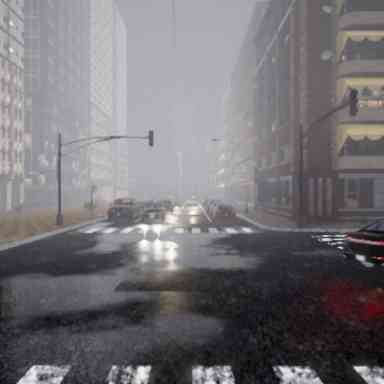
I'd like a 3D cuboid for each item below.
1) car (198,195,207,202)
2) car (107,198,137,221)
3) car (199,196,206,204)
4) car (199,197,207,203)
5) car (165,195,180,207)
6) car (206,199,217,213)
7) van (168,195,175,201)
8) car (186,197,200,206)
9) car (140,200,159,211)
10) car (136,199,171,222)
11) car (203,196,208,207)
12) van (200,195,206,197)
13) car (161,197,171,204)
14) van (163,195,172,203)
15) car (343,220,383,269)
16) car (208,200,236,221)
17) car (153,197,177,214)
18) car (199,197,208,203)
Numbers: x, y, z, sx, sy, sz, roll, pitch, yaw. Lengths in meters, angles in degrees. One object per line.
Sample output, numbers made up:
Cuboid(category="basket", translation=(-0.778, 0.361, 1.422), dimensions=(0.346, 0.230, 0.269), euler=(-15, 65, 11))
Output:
Cuboid(category="car", translation=(2.684, 1.696, 89.055), dimensions=(2.192, 1.841, 5.009), euler=(0, 0, 0))
Cuboid(category="car", translation=(-5.696, 1.421, 28.252), dimensions=(2.192, 1.841, 5.009), euler=(0, 0, 0))
Cuboid(category="car", translation=(2.685, 1.789, 55.888), dimensions=(1.947, 1.339, 4.313), euler=(0, 0, 0))
Cuboid(category="car", translation=(2.686, 1.904, 83.526), dimensions=(2.008, 1.369, 4.403), euler=(0, 0, 0))
Cuboid(category="car", translation=(-3.033, 1.721, 57.091), dimensions=(2.128, 1.511, 4.902), euler=(0, 0, 1))
Cuboid(category="car", translation=(2.685, 1.672, 33.777), dimensions=(1.887, 1.381, 4.507), euler=(0, 0, 0))
Cuboid(category="van", translation=(-5.695, 1.751, 94.583), dimensions=(1.690, 1.788, 3.998), euler=(0, 0, 0))
Cuboid(category="car", translation=(-0.001, 1.836, 58.581), dimensions=(1.895, 1.301, 4.718), euler=(0, 0, 0))
Cuboid(category="car", translation=(-5.695, 1.739, 44.834), dimensions=(1.947, 1.339, 4.313), euler=(0, 0, 0))
Cuboid(category="car", translation=(-3.102, 1.596, 27.738), dimensions=(2.128, 1.511, 4.902), euler=(0, 0, -2))
Cuboid(category="car", translation=(2.685, 1.590, 39.306), dimensions=(1.967, 1.590, 4.097), euler=(0, 0, 0))
Cuboid(category="van", translation=(2.685, 1.641, 72.472), dimensions=(1.690, 1.788, 3.998), euler=(0, 0, 0))
Cuboid(category="car", translation=(-5.694, 1.845, 72.472), dimensions=(1.887, 1.381, 4.507), euler=(0, 0, 0))
Cuboid(category="van", translation=(-5.695, 1.668, 78.000), dimensions=(1.690, 1.788, 3.998), euler=(0, 0, 0))
Cuboid(category="car", translation=(6.709, 1.455, 9.555), dimensions=(4.902, 1.511, 2.128), euler=(-2, -1, -20))
Cuboid(category="car", translation=(2.685, 1.651, 28.250), dimensions=(1.887, 1.381, 4.507), euler=(0, 0, 0))
Cuboid(category="car", translation=(-3.081, 1.625, 38.469), dimensions=(1.882, 1.535, 5.008), euler=(0, 0, 0))
Cuboid(category="car", translation=(2.686, 1.871, 77.999), dimensions=(1.887, 1.381, 4.507), euler=(0, 0, 0))
